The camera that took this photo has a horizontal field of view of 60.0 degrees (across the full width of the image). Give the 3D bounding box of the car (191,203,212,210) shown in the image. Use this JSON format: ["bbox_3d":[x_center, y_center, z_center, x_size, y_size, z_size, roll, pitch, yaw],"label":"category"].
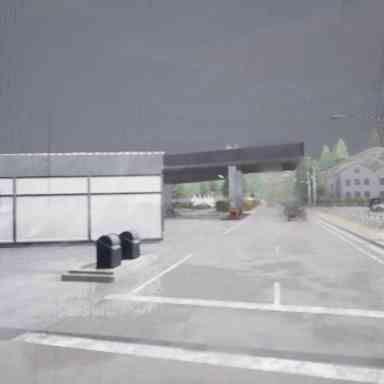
[{"bbox_3d":[2.200,3.463,79.034,4.902,1.511,2.128,-2,-2,14],"label":"car"}]

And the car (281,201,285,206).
[{"bbox_3d":[16.004,2.656,54.406,1.837,1.490,4.892,-2,-2,15],"label":"car"}]

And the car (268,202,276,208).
[{"bbox_3d":[22.085,3.604,92.109,1.994,1.385,4.181,-2,-2,15],"label":"car"}]

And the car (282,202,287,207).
[{"bbox_3d":[13.498,2.420,44.751,1.882,1.535,5.008,-2,-2,15],"label":"car"}]

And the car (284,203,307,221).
[{"bbox_3d":[10.944,2.234,34.916,1.837,1.490,4.892,-2,-2,14],"label":"car"}]

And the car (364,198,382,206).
[{"bbox_3d":[28.209,1.814,49.041,3.866,1.878,1.905,-2,-2,14],"label":"car"}]

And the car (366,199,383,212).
[{"bbox_3d":[26.807,2.044,45.961,3.806,1.475,1.970,-2,-2,14],"label":"car"}]

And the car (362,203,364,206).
[{"bbox_3d":[38.440,2.414,69.768,4.902,1.511,2.128,-2,-2,14],"label":"car"}]

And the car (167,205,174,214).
[{"bbox_3d":[-4.598,3.179,57.890,2.242,1.667,4.611,-2,-2,14],"label":"car"}]
